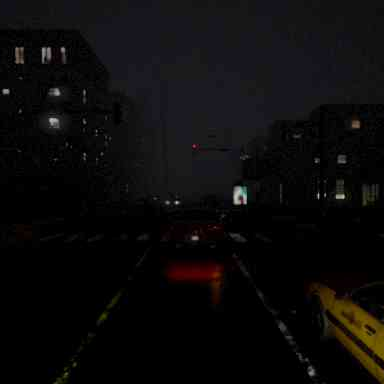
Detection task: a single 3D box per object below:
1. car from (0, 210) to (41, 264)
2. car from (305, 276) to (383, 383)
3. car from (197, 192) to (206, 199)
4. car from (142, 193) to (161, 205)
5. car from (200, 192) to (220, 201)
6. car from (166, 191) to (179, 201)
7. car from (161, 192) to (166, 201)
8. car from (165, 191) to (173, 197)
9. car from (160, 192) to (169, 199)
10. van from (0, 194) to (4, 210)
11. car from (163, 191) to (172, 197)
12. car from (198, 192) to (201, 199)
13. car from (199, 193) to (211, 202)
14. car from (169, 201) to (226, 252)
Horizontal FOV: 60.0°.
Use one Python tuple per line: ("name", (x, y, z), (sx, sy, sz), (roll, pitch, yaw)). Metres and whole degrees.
("car", (-5.760, 1.425, 8.849), (1.752, 1.417, 4.829), (0, 1, 0))
("car", (2.659, 1.484, 3.549), (1.752, 1.417, 4.829), (0, 1, 0))
("car", (2.137, 0.756, 75.723), (2.008, 1.369, 4.403), (-1, 1, 0))
("car", (-6.037, 1.040, 47.168), (2.008, 1.369, 4.403), (0, 1, 0))
("car", (2.383, 0.986, 41.543), (1.967, 1.590, 4.097), (0, 1, 0))
("car", (-3.475, 0.714, 59.752), (2.097, 1.767, 4.553), (0, 1, 0))
("car", (-6.120, 0.925, 58.561), (2.008, 1.369, 4.403), (0, 1, 0))
("car", (-6.367, 0.572, 92.567), (1.752, 1.417, 4.829), (-1, 1, 0))
("car", (-6.243, 0.733, 75.479), (1.752, 1.417, 4.829), (0, 1, 0))
("van", (-17.966, 0.971, 27.829), (3.998, 1.788, 1.690), (0, 1, -1))
("car", (-6.328, 0.538, 87.040), (1.967, 1.590, 4.097), (-1, 1, 0))
("car", (2.302, 1.012, 52.938), (1.802, 1.307, 4.206), (0, 1, 0))
("car", (2.260, 0.924, 58.634), (2.008, 1.369, 4.403), (0, 1, 0))
("car", (0.301, 1.328, 13.297), (1.882, 1.535, 5.008), (0, 1, 5))
